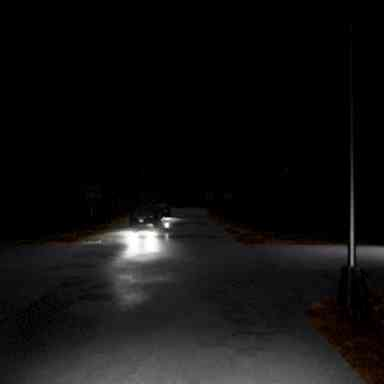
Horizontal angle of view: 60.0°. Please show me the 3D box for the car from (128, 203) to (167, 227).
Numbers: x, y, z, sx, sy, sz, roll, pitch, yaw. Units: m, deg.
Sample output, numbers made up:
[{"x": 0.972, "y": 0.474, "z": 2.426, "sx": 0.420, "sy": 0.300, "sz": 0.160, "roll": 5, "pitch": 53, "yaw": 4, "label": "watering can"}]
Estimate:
[{"x": -3.190, "y": 1.595, "z": 23.381, "sx": 2.128, "sy": 1.511, "sz": 4.902, "roll": 0, "pitch": -1, "yaw": 0, "label": "car"}]

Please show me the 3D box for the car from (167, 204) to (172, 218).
[{"x": -3.173, "y": 1.851, "z": 34.391, "sx": 1.812, "sy": 1.442, "sz": 4.674, "roll": 0, "pitch": -1, "yaw": 0, "label": "car"}]
